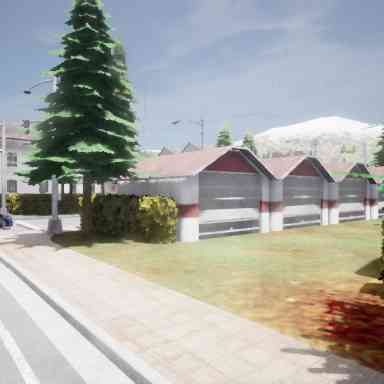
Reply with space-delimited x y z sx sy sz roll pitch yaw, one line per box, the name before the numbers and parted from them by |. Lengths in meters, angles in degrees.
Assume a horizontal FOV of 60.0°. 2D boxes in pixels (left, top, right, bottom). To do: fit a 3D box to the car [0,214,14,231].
car | -12.703 1.576 19.257 4.181 1.385 1.994 0 0 -39
